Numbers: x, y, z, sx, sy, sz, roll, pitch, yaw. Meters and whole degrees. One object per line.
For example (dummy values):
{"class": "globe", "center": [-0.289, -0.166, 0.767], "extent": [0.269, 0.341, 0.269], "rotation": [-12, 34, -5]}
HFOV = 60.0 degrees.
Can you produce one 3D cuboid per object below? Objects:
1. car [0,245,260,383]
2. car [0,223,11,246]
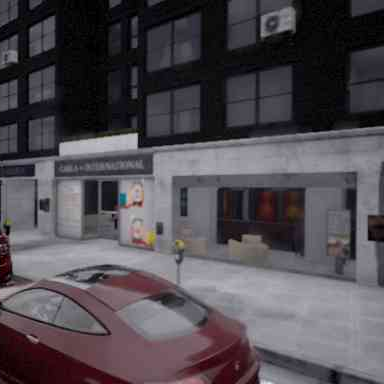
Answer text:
{"class": "car", "center": [-1.277, 1.559, 3.986], "extent": [4.206, 1.307, 1.802], "rotation": [1, 0, 35]}
{"class": "car", "center": [-5.887, 1.252, 7.268], "extent": [5.009, 1.841, 2.192], "rotation": [1, 0, 35]}
